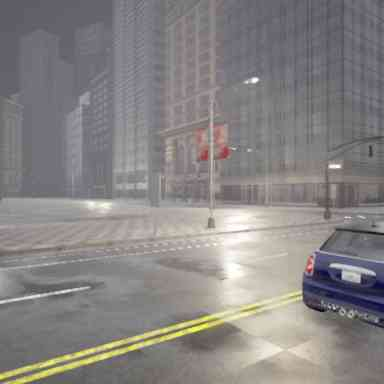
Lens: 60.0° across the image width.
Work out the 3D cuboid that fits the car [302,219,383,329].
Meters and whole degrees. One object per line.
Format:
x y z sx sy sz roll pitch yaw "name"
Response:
4.226 1.348 6.456 4.553 1.767 2.097 0 0 -36 "car"
